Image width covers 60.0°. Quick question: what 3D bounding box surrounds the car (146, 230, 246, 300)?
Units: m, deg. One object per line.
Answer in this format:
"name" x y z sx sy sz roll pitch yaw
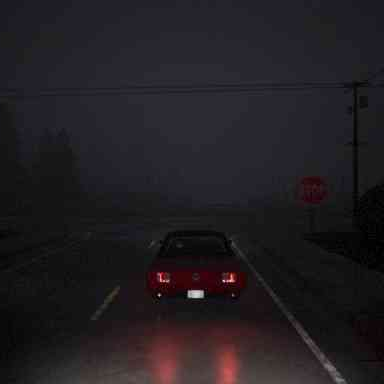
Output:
"car" 0.090 1.600 8.363 1.895 1.301 4.718 0 0 0
